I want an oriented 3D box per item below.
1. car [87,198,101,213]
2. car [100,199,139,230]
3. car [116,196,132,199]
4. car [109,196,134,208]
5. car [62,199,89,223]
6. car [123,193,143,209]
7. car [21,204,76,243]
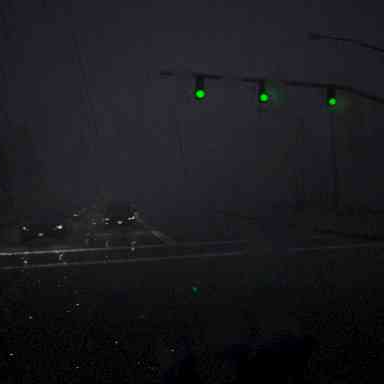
[{"bbox_3d":[-10.917,1.473,36.138,1.837,1.490,4.892,-1,0,-2],"label":"car"},{"bbox_3d":[-4.636,1.457,20.970,1.837,1.490,4.892,-1,0,-14],"label":"car"},{"bbox_3d":[-6.735,1.412,30.169,1.882,1.535,5.008,-1,0,-9],"label":"car"},{"bbox_3d":[-10.064,1.415,47.937,1.812,1.442,4.674,-1,0,12],"label":"car"},{"bbox_3d":[-9.485,1.551,25.854,2.033,1.411,5.357,-1,0,-13],"label":"car"},{"bbox_3d":[-7.478,1.108,40.833,2.150,2.045,5.566,-1,0,4],"label":"car"},{"bbox_3d":[-7.096,1.543,16.566,1.812,1.442,4.674,-1,0,-15],"label":"car"}]
